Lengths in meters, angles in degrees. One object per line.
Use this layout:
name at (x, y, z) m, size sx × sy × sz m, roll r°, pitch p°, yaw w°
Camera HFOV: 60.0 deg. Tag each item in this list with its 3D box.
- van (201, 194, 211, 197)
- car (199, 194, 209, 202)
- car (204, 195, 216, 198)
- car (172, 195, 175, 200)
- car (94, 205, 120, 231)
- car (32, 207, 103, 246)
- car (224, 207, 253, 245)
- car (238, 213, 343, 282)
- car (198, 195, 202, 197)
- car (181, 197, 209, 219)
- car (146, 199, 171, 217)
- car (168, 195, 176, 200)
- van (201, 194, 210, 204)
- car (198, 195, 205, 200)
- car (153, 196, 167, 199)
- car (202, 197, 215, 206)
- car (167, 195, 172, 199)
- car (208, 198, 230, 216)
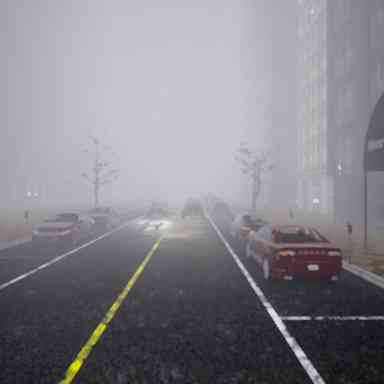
van at (2.681, 1.339, 49.110) m, size 1.690 × 1.788 × 3.998 m, roll 1°, pitch 0°, yaw 0°
car at (2.672, 1.302, 77.318) m, size 2.192 × 1.841 × 5.009 m, roll 1°, pitch 0°, yaw 0°
car at (2.685, 1.440, 37.828) m, size 1.967 × 1.590 × 4.097 m, roll 1°, pitch 0°, yaw 0°
car at (-5.712, 1.538, 77.291) m, size 2.008 × 1.369 × 4.403 m, roll 1°, pitch 0°, yaw 0°
car at (-5.690, 1.546, 20.863) m, size 1.887 × 1.381 × 4.507 m, roll 1°, pitch 0°, yaw 0°
car at (-5.689, 1.583, 15.220) m, size 1.802 × 1.307 × 4.206 m, roll 1°, pitch 0°, yaw 0°
car at (2.692, 1.584, 15.261) m, size 1.802 × 1.307 × 4.206 m, roll 0°, pitch 0°, yaw 0°
car at (2.695, 1.546, 9.620) m, size 1.887 × 1.381 × 4.507 m, roll 0°, pitch 0°, yaw 0°
car at (0.081, 1.524, 45.997) m, size 1.812 × 1.442 × 4.674 m, roll 0°, pitch 0°, yaw 0°
car at (0.091, 1.491, 29.116) m, size 2.128 × 1.511 × 4.902 m, roll 0°, pitch 0°, yaw 0°
car at (-3.109, 1.601, 31.057) m, size 1.895 × 1.301 × 4.718 m, roll 0°, pitch 0°, yaw 0°
car at (-5.718, 1.530, 94.220) m, size 2.008 × 1.369 × 4.403 m, roll 1°, pitch 0°, yaw 0°
van at (2.676, 1.333, 66.035) m, size 1.690 × 1.788 × 3.998 m, roll 1°, pitch 0°, yaw 0°
car at (2.663, 1.504, 94.412) m, size 1.752 × 1.417 × 4.829 m, roll 1°, pitch 0°, yaw 0°
car at (-5.702, 1.436, 54.721) m, size 1.967 × 1.590 × 4.097 m, roll 1°, pitch 0°, yaw 0°
car at (2.677, 1.547, 54.752) m, size 2.008 × 1.369 × 4.403 m, roll 1°, pitch 0°, yaw 0°
car at (-5.707, 1.543, 66.006) m, size 2.008 × 1.369 × 4.403 m, roll 1°, pitch 0°, yaw 0°
car at (2.686, 1.545, 32.186) m, size 1.887 × 1.381 × 4.507 m, roll 1°, pitch 0°, yaw 0°
